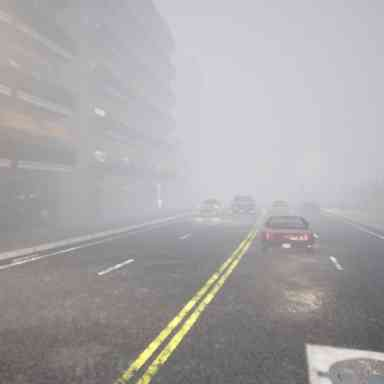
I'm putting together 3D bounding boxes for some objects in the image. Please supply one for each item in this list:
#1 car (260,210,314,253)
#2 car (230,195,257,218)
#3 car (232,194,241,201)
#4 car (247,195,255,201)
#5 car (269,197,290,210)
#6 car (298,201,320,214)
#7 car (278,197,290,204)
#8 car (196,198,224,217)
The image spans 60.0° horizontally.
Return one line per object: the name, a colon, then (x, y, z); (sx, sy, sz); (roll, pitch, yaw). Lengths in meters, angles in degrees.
car: (3.988, 1.646, 14.101); (1.895, 1.301, 4.718); (0, 0, 15)
car: (5.005, 1.316, 31.994); (2.150, 2.045, 5.566); (0, 0, 14)
car: (10.412, 1.275, 77.687); (1.882, 1.535, 5.008); (0, 0, 8)
car: (13.630, 1.324, 77.235); (1.812, 1.442, 4.674); (0, 0, 8)
car: (9.597, 1.588, 36.579); (1.882, 1.535, 5.008); (0, 0, 13)
car: (13.082, 1.681, 37.300); (1.994, 1.385, 4.181); (0, 0, 13)
car: (18.875, 1.702, 68.333); (1.812, 1.442, 4.674); (0, 0, 9)
car: (1.837, 1.439, 32.734); (2.097, 1.767, 4.553); (0, 0, 14)
